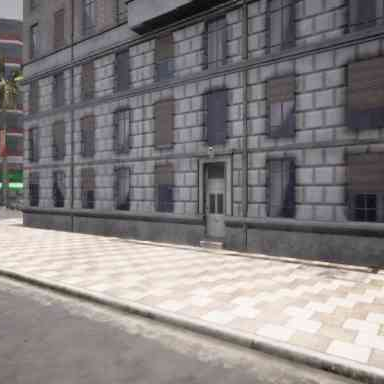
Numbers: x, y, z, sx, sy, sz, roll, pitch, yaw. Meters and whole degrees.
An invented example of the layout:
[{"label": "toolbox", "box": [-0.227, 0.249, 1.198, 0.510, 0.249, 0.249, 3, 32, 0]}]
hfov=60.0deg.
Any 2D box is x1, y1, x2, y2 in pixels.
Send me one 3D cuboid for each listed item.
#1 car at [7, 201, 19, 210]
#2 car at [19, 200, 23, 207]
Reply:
[{"label": "car", "box": [-20.821, 1.564, 41.787, 1.994, 1.385, 4.181, 0, 0, 36]}, {"label": "car", "box": [-17.725, 1.526, 40.103, 1.812, 1.442, 4.674, 0, 0, 36]}]
